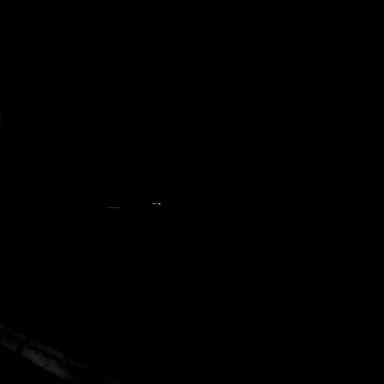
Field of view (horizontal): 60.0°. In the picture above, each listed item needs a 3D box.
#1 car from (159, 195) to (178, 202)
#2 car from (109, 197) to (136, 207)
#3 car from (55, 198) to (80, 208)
[{"bbox_3d":[-4.802,1.267,62.312,2.033,1.411,5.357,0,1,37],"label":"car"},{"bbox_3d":[-9.950,1.459,50.350,2.033,1.411,5.357,0,1,39],"label":"car"},{"bbox_3d":[-17.794,1.542,46.194,1.994,1.385,4.181,0,0,39],"label":"car"}]
